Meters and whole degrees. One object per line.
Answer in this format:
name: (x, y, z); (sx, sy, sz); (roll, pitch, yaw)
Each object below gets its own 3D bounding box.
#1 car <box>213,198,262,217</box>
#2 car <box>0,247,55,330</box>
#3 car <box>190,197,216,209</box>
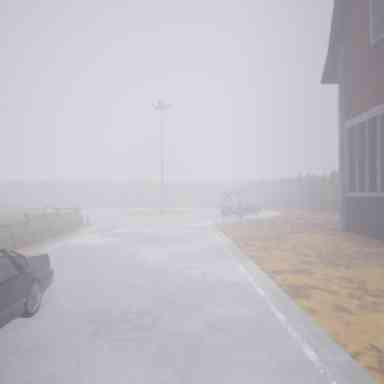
car: (4.454, 1.465, 30.066); (2.033, 1.411, 5.357); (0, 0, 37)
car: (-3.720, 1.568, 4.704); (2.033, 1.411, 5.357); (0, 0, -2)
car: (1.941, 1.419, 44.136); (4.892, 1.490, 1.837); (0, 0, 35)
